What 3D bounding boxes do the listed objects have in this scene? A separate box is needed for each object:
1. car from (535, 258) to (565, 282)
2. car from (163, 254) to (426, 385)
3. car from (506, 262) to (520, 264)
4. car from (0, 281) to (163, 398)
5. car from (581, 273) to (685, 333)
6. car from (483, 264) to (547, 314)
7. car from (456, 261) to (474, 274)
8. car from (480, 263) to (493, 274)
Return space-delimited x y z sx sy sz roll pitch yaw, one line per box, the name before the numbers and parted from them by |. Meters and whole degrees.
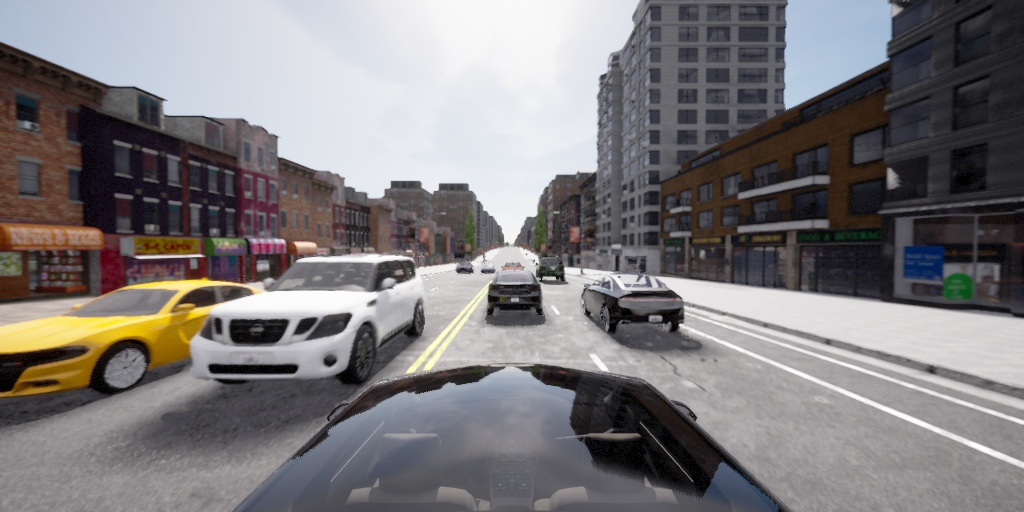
car | 3.341 1.176 31.907 2.150 2.045 5.566 0 -1 0
car | -3.350 0.974 7.366 2.150 2.045 5.566 0 0 0
car | 0.091 1.315 32.452 2.097 1.767 4.553 0 -1 0
car | -6.600 1.229 6.889 1.882 1.535 5.008 0 0 0
car | 3.347 1.255 10.787 2.128 1.511 4.902 0 0 0
car | 0.095 1.254 13.881 1.882 1.535 5.008 0 0 0
car | -6.581 1.559 50.511 2.097 1.767 4.553 0 -1 0
car | -3.332 1.753 50.326 2.033 1.411 5.357 0 -1 0
